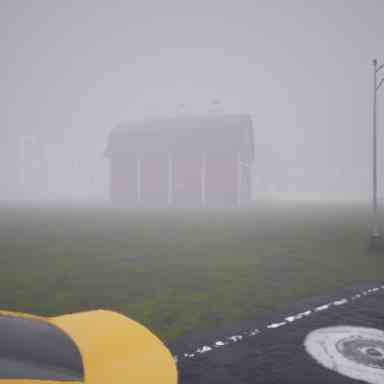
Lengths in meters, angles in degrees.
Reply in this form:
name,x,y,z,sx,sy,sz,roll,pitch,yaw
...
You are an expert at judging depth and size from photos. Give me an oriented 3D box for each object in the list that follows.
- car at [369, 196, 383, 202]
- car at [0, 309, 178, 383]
name,x,y,z,sx,sy,sz,roll,pitch,yaw
car,41.246,1.434,73.066,1.895,1.301,4.718,1,0,-6
car,-2.363,1.476,1.390,5.008,1.535,1.882,0,0,-36
